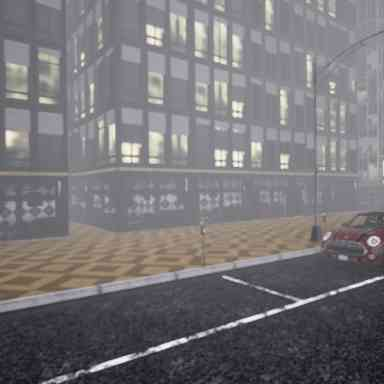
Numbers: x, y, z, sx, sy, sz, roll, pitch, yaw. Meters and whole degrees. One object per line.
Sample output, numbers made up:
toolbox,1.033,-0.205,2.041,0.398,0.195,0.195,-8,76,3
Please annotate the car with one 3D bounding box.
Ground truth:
car,6.030,1.382,10.859,4.097,1.590,1.967,0,0,-35
